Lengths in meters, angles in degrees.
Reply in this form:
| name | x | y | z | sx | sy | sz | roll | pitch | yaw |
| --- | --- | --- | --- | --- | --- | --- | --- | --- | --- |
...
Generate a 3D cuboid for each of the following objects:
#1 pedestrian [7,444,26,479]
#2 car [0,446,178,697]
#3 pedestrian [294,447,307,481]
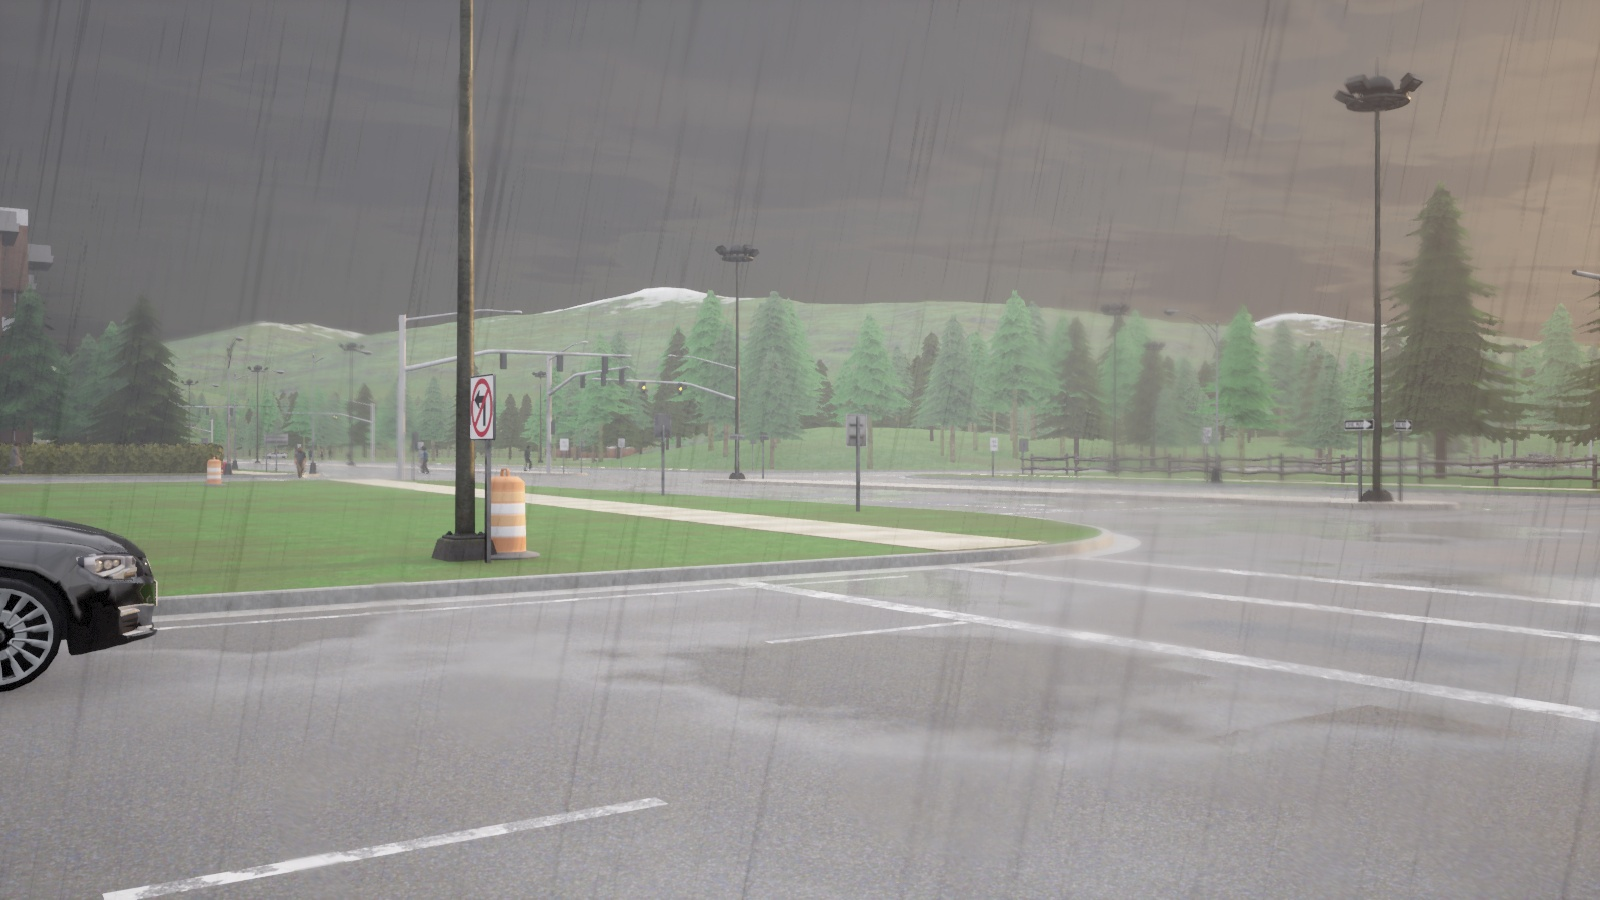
| name | x | y | z | sx | sy | sz | roll | pitch | yaw |
| --- | --- | --- | --- | --- | --- | --- | --- | --- | --- |
| pedestrian | -43.695 | 0.638 | 70.076 | 0.873 | 1.952 | 0.659 | 0 | 0 | -34 |
| car | -6.631 | 0.734 | 7.573 | 4.902 | 1.511 | 2.128 | 0 | 0 | -35 |
| pedestrian | -27.206 | 0.762 | 68.412 | 0.540 | 1.848 | 0.694 | 0 | 0 | -32 |
